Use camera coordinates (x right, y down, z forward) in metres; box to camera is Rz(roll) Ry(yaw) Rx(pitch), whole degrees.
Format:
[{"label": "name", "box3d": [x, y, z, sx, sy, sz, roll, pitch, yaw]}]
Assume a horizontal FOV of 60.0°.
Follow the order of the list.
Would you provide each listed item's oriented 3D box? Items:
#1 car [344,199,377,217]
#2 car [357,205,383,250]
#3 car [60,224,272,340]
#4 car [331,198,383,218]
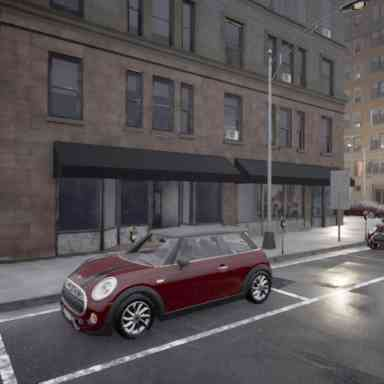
[{"label": "car", "box3d": [13.683, 1.381, 27.479, 1.882, 1.535, 5.008, 1, 0, -33]}, {"label": "car", "box3d": [8.560, 1.441, 12.898, 4.097, 1.590, 1.967, 0, 0, -36]}, {"label": "car", "box3d": [-0.371, 1.440, 6.500, 4.097, 1.590, 1.967, 0, 0, -36]}, {"label": "car", "box3d": [15.597, 1.402, 30.576, 1.882, 1.535, 5.008, 1, 0, -36]}]
